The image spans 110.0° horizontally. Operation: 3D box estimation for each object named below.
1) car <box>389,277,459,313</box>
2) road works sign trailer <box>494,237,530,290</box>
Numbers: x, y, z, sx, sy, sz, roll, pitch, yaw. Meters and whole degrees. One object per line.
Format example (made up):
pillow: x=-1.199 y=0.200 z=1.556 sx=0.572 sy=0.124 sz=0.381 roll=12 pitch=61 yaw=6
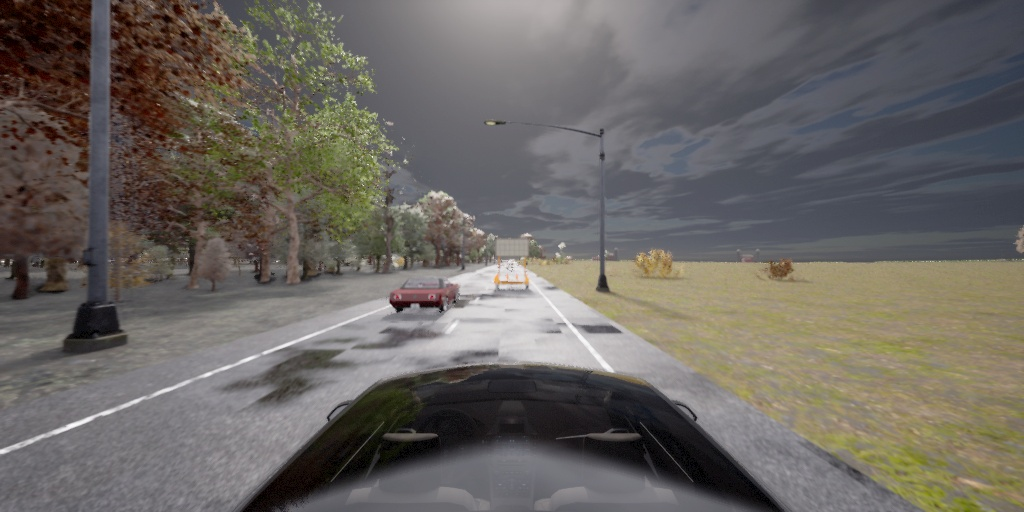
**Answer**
car: x=-3.395 y=1.496 z=14.817 sx=1.895 sy=1.301 sz=4.718 roll=0 pitch=-1 yaw=0
road works sign trailer: x=0.017 y=0.469 z=24.673 sx=2.380 sy=3.560 sz=2.880 roll=0 pitch=0 yaw=0
